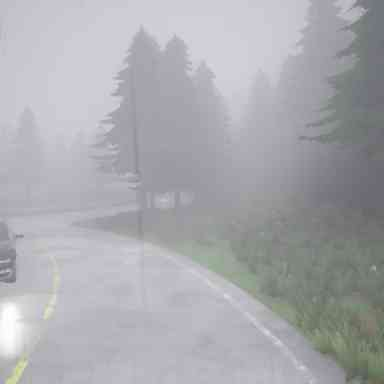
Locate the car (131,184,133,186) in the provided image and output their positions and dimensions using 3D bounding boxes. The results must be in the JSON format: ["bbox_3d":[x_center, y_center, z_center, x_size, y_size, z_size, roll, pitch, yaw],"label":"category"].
[{"bbox_3d":[-14.471,-2.402,74.559,2.150,2.045,5.566,0,5,-12],"label":"car"}]

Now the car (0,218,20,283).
[{"bbox_3d":[-5.840,1.494,9.148,1.837,1.490,4.892,0,-1,-28],"label":"car"}]
